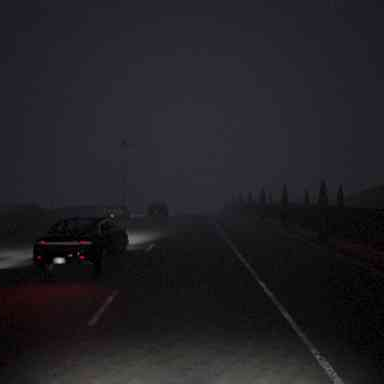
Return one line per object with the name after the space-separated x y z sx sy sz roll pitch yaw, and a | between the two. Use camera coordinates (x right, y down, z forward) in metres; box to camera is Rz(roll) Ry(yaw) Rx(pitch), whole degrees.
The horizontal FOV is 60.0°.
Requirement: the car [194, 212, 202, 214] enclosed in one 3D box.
1.225 4.678 66.603 1.812 1.442 4.674 0 -8 0 | car

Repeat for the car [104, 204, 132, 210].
-6.900 1.799 30.988 1.895 1.301 4.718 0 -1 0 | car

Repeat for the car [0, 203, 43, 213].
-14.098 1.659 27.494 2.128 1.511 4.902 0 0 0 | car

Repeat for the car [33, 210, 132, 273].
-3.400 1.560 10.962 2.128 1.511 4.902 0 0 0 | car

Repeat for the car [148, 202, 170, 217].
-3.400 1.748 34.311 2.128 1.511 4.902 0 -1 0 | car
